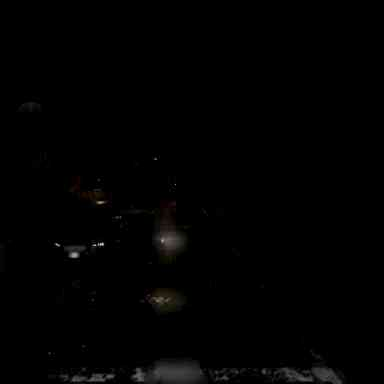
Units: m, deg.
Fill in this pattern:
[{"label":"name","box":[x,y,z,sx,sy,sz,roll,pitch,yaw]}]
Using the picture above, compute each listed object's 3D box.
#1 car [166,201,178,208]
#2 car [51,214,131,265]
[{"label":"car","box":[-3.489,2.199,58.366,1.895,1.301,4.718,0,-1,0]},{"label":"car","box":[-3.494,1.620,12.312,2.128,1.511,4.902,0,0,0]}]
